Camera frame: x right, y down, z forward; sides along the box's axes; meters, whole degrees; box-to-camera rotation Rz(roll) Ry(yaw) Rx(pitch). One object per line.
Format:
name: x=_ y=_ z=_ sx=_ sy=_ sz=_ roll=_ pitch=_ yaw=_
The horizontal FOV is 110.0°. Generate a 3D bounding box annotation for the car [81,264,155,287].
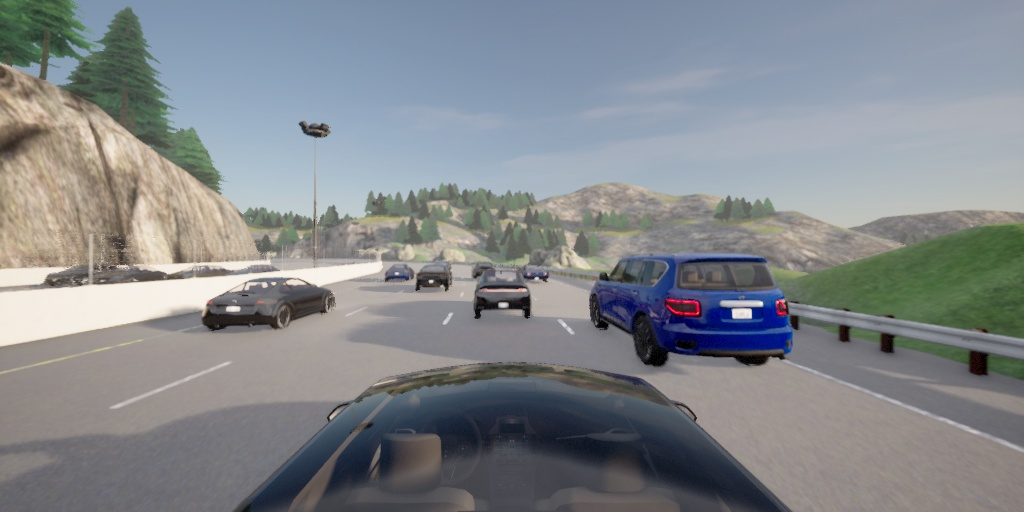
car: x=-26.290 y=1.391 z=24.800 sx=1.994 sy=1.385 sz=4.181 roll=0 pitch=0 yaw=-7

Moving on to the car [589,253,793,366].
car: x=3.393 y=0.969 z=8.115 sx=2.150 sy=2.045 sz=5.566 roll=0 pitch=0 yaw=-2

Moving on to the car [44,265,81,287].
car: x=-29.909 y=1.348 z=25.537 sx=1.837 sy=1.490 sz=4.892 roll=0 pitch=0 yaw=-9

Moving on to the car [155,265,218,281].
car: x=-22.998 y=1.368 z=26.668 sx=2.033 sy=1.411 sz=5.357 roll=0 pitch=0 yaw=-9

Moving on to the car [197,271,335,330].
car: x=-7.301 y=1.338 z=11.245 sx=1.994 sy=1.385 sz=4.181 roll=0 pitch=0 yaw=-3

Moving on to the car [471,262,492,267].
car: x=-2.556 y=1.283 z=31.821 sx=1.837 sy=1.490 sz=4.892 roll=0 pitch=0 yaw=-9

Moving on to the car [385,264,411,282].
car: x=-9.380 y=1.357 z=30.193 sx=1.994 sy=1.385 sz=4.181 roll=0 pitch=0 yaw=-9

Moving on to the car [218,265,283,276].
car: x=-19.594 y=1.392 z=27.610 sx=2.033 sy=1.411 sz=5.357 roll=0 pitch=0 yaw=-9

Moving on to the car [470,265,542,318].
car: x=-0.395 y=1.251 z=13.065 sx=2.128 sy=1.511 sz=4.902 roll=0 pitch=0 yaw=-3

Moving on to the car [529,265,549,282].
car: x=1.509 y=1.368 z=28.560 sx=1.895 sy=1.301 sz=4.718 roll=0 pitch=0 yaw=-8

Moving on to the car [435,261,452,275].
car: x=-7.776 y=1.323 z=40.540 sx=1.812 sy=1.442 sz=4.674 roll=0 pitch=0 yaw=-12

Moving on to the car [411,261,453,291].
car: x=-4.751 y=1.254 z=22.320 sx=1.882 sy=1.535 sz=5.008 roll=0 pitch=0 yaw=-6
